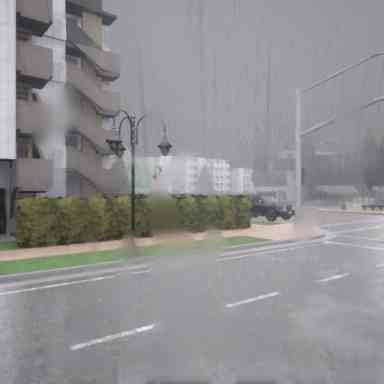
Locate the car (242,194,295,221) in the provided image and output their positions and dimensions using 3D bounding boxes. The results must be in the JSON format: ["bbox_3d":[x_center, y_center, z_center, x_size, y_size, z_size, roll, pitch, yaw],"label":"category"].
[{"bbox_3d":[5.690,1.214,27.279,2.150,2.045,5.566,0,0,-38],"label":"car"}]

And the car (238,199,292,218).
[{"bbox_3d":[6.793,1.469,31.596,1.882,1.535,5.008,0,0,-37],"label":"car"}]
